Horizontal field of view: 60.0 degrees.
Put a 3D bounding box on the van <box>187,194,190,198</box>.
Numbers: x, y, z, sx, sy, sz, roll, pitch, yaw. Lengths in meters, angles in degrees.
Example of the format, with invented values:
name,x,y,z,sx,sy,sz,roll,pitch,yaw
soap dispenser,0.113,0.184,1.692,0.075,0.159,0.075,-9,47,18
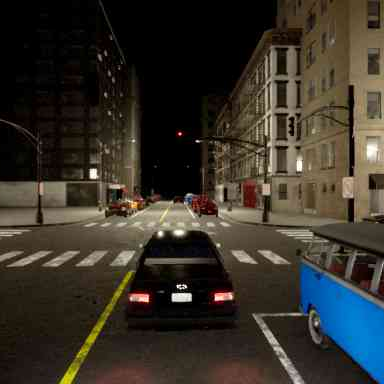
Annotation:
name,x,y,z,sx,sy,sz,roll,pitch,yaw
van,0.461,1.339,52.163,1.690,1.788,3.998,0,0,-2

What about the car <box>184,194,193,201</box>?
name,x,y,z,sx,sy,sz,roll,pitch,yaw
car,-0.928,1.427,84.589,1.967,1.590,4.097,0,0,-2

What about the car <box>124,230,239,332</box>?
name,x,y,z,sx,sy,sz,roll,pitch,yaw
car,-0.256,1.547,7.245,2.033,1.411,5.357,0,0,-2

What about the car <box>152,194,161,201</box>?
name,x,y,z,sx,sy,sz,roll,pitch,yaw
car,-8.946,1.427,84.246,1.967,1.590,4.097,0,0,-2

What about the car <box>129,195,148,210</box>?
name,x,y,z,sx,sy,sz,roll,pitch,yaw
car,-7.094,1.315,41.010,2.192,1.841,5.009,0,0,-2

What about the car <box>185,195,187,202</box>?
name,x,y,z,sx,sy,sz,roll,pitch,yaw
car,0.229,1.562,57.567,1.947,1.339,4.313,0,0,-2

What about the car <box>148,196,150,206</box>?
name,x,y,z,sx,sy,sz,roll,pitch,yaw
car,-7.319,1.525,46.245,1.752,1.417,4.829,0,0,-2

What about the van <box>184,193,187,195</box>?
name,x,y,z,sx,sy,sz,roll,pitch,yaw
van,-0.465,1.332,73.780,1.690,1.788,3.998,0,0,-2

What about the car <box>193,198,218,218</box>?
name,x,y,z,sx,sy,sz,roll,pitch,yaw
car,1.386,1.545,30.544,1.887,1.381,4.507,0,0,-2

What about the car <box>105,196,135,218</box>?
name,x,y,z,sx,sy,sz,roll,pitch,yaw
car,-6.631,1.440,30.201,1.967,1.590,4.097,0,0,-2

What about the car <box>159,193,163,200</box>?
name,x,y,z,sx,sy,sz,roll,pitch,yaw
car,-8.715,1.304,78.842,2.192,1.841,5.009,0,0,-2

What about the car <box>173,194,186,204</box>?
name,x,y,z,sx,sy,sz,roll,pitch,yaw
car,-2.480,1.521,61.340,1.812,1.442,4.674,0,0,-3

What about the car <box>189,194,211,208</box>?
name,x,y,z,sx,sy,sz,roll,pitch,yaw
car,1.155,1.315,35.949,2.192,1.841,5.009,0,0,-2

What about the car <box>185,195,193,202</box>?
name,x,y,z,sx,sy,sz,roll,pitch,yaw
car,-0.704,1.514,79.355,1.752,1.417,4.829,0,0,-2

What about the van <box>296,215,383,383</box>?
name,x,y,z,sx,sy,sz,roll,pitch,yaw
van,2.537,1.341,3.689,1.690,1.788,3.998,0,0,-2

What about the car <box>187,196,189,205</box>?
name,x,y,z,sx,sy,sz,roll,pitch,yaw
car,0.692,1.544,46.758,1.887,1.381,4.507,0,0,-2

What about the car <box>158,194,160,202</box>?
name,x,y,z,sx,sy,sz,roll,pitch,yaw
car,-8.252,1.558,68.033,1.947,1.339,4.313,0,0,-2

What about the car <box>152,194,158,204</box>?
name,x,y,z,sx,sy,sz,roll,pitch,yaw
car,-8.020,1.545,62.629,2.008,1.369,4.403,0,0,-2

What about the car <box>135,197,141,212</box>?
name,x,y,z,sx,sy,sz,roll,pitch,yaw
car,-6.856,1.526,35.435,1.752,1.417,4.829,0,0,-2

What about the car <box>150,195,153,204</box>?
name,x,y,z,sx,sy,sz,roll,pitch,yaw
car,-7.557,1.564,51.819,1.947,1.339,4.313,0,0,-2
